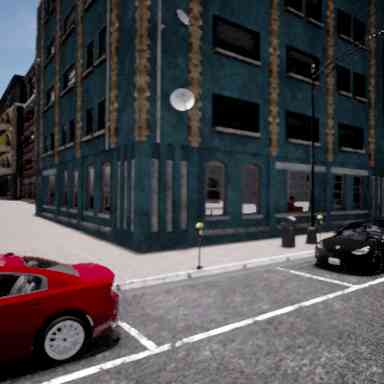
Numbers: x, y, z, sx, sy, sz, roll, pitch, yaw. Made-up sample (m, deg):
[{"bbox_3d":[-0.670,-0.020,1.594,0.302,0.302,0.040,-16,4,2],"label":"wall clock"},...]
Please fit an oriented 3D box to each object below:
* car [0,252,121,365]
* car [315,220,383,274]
[{"bbox_3d":[-3.188,1.545,4.277,4.507,1.381,1.887,0,0,-35],"label":"car"},{"bbox_3d":[5.804,1.598,10.692,4.313,1.339,1.947,0,0,-36],"label":"car"}]
